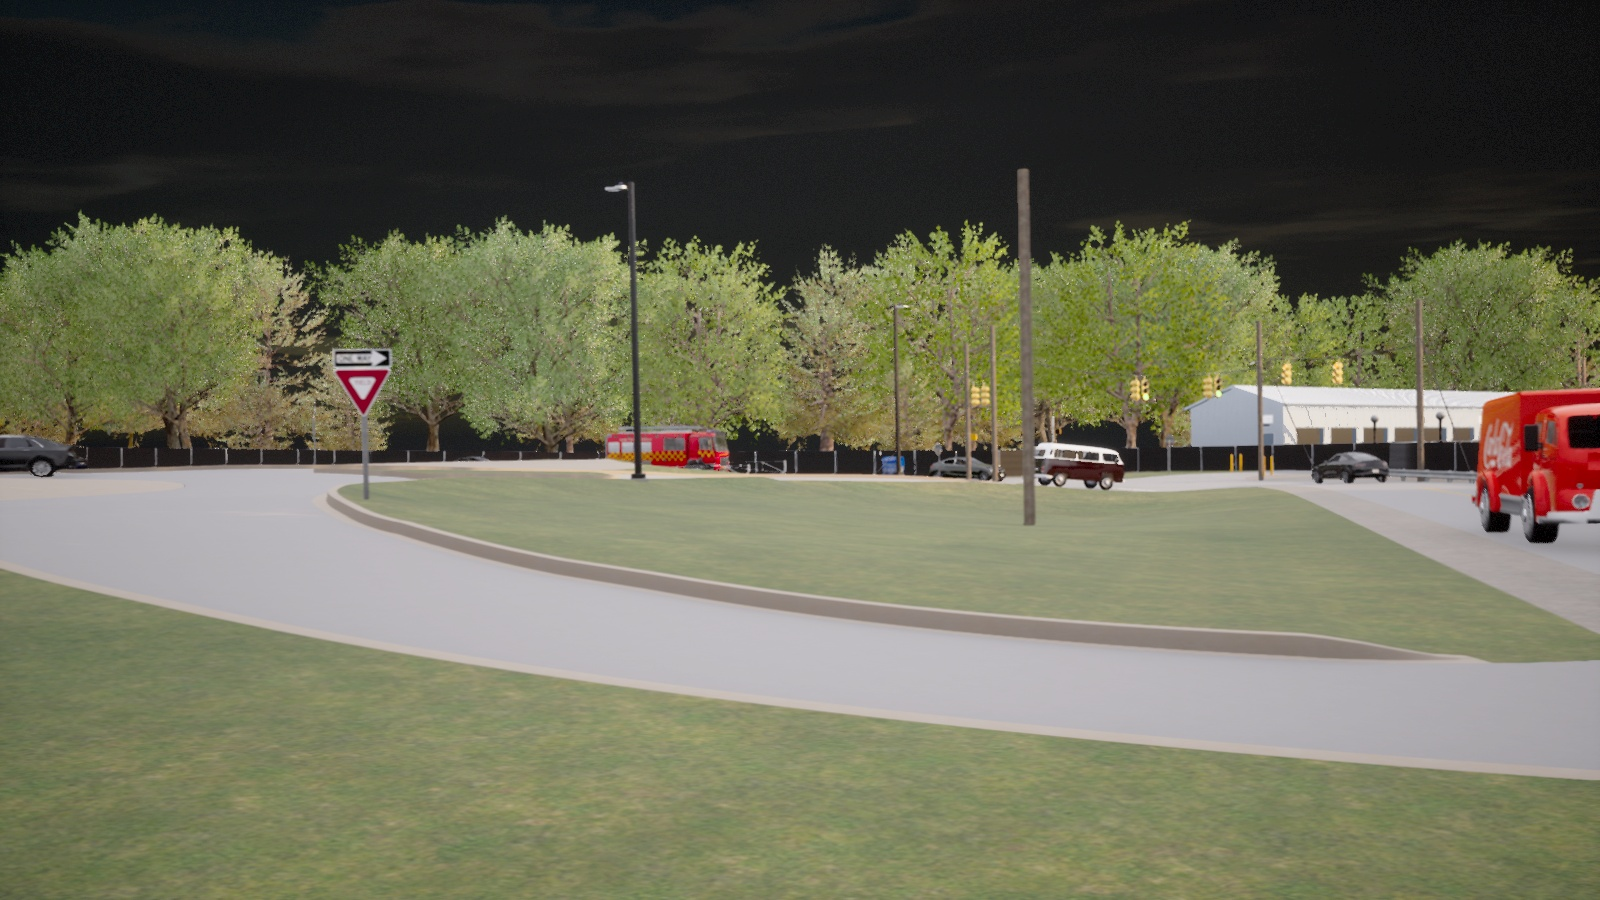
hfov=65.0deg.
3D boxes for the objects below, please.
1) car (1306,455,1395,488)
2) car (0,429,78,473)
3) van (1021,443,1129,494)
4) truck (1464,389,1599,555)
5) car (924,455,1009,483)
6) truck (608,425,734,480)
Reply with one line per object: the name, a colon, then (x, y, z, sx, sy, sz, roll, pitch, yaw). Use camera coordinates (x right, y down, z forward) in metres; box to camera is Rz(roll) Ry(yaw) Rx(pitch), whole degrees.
car: (25.744, 1.017, 58.896, 1.812, 1.442, 4.674, -1, -1, -4)
car: (-28.313, 0.040, 44.208, 4.892, 1.490, 1.837, -1, 0, -26)
van: (13.212, 0.884, 60.326, 4.480, 2.038, 2.069, 5, 0, -15)
truck: (12.994, 0.333, 20.946, 2.627, 2.467, 5.204, -1, 0, 19)
car: (10.701, 1.193, 80.944, 5.027, 1.651, 2.152, 1, 2, 36)
truck: (-9.162, 0.140, 89.620, 8.468, 3.827, 2.891, 0, 1, 13)
